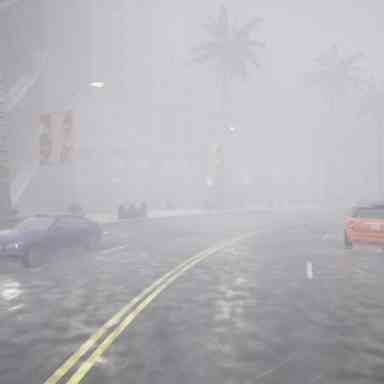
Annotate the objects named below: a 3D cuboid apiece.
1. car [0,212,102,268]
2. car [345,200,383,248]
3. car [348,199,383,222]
[{"bbox_3d":[-4.901,1.458,11.375,1.812,1.442,4.674,0,0,19],"label":"car"},{"bbox_3d":[7.668,1.296,13.975,2.097,1.767,4.553,0,0,28],"label":"car"},{"bbox_3d":[14.438,1.401,26.336,4.892,1.490,1.837,-1,1,-39],"label":"car"}]
